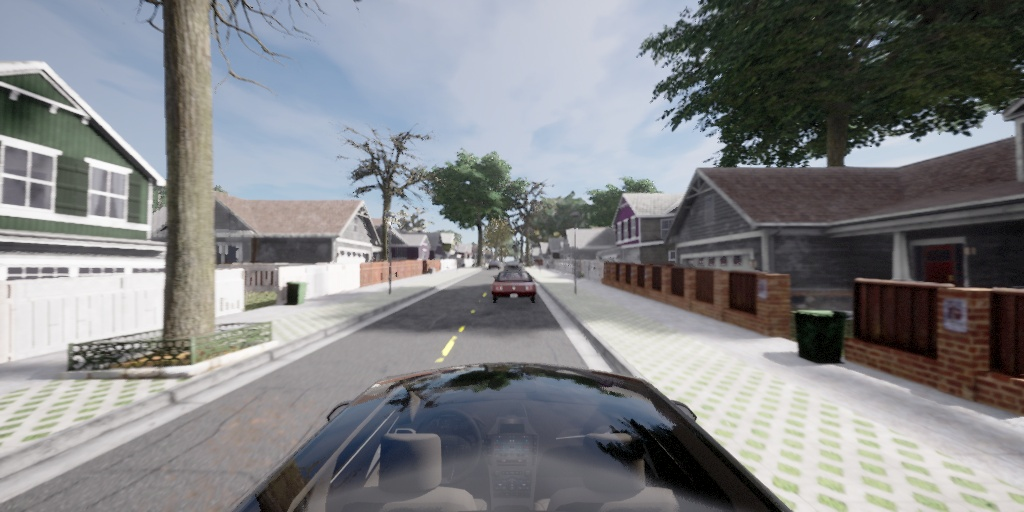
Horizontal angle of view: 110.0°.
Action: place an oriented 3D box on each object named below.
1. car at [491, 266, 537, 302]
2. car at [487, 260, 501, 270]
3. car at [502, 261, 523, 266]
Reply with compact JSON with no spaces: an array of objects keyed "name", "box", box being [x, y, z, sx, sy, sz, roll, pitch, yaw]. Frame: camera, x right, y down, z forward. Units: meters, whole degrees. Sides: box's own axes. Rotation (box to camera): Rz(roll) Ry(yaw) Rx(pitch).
[{"name":"car","box":[0.084,1.326,16.673,1.895,1.301,4.718,0,0,0]},{"name":"car","box":[-2.782,1.383,56.252,2.033,1.411,5.357,0,0,0]},{"name":"car","box":[0.075,1.258,36.806,1.837,1.490,4.892,0,0,0]}]
